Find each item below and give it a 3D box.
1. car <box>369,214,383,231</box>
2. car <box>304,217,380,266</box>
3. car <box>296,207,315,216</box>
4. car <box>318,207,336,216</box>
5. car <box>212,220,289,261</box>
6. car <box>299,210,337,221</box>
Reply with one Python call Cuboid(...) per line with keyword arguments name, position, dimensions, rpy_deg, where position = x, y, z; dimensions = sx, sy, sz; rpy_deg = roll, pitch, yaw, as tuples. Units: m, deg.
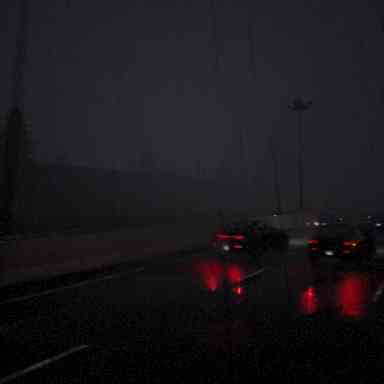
Cuboid(name="car", position=(14.295, 2.313, 25.042), dimensions=(1.994, 1.385, 4.181), rpy_deg=(-2, -2, 35))
Cuboid(name="car", position=(6.007, 1.934, 13.190), dimensions=(1.812, 1.442, 4.674), rpy_deg=(-2, -2, 36))
Cuboid(name="car", position=(19.503, 3.286, 57.057), dimensions=(1.837, 1.490, 4.892), rpy_deg=(-2, -2, 35))
Cuboid(name="car", position=(22.456, 3.225, 55.174), dimensions=(1.812, 1.442, 4.674), rpy_deg=(-2, -2, 35))
Cuboid(name="car", position=(2.708, 1.969, 14.594), dimensions=(2.128, 1.511, 4.902), rpy_deg=(-2, -2, 35))
Cuboid(name="car", position=(10.090, 2.329, 25.179), dimensions=(2.033, 1.411, 5.357), rpy_deg=(-2, -2, 35))
